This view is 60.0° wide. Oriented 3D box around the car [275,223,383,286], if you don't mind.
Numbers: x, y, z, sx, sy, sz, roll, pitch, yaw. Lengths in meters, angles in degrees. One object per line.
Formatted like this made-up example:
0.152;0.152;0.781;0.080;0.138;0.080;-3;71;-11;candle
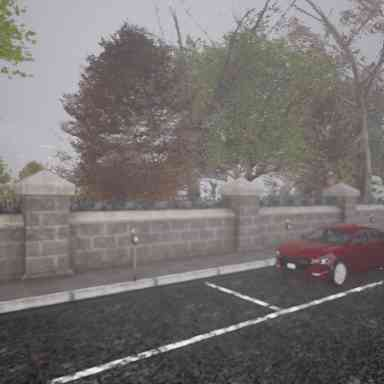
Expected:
4.327;1.630;9.643;4.507;1.381;1.887;1;0;-35;car
